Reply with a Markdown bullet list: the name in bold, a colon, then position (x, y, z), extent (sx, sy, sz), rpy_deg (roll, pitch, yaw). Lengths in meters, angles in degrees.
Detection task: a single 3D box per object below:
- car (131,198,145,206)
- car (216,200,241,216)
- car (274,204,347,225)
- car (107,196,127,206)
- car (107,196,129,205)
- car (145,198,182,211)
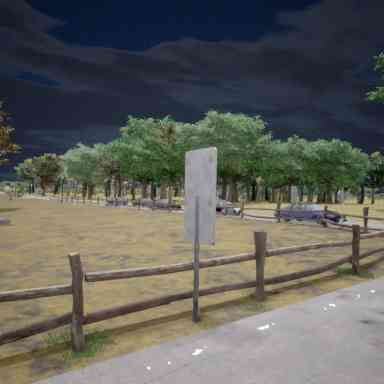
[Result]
- **car**: position (-7.720, 1.629, 52.583), extent (2.033, 1.411, 5.357), rpy_deg (2, -1, -35)
- **car**: position (2.806, 1.509, 32.833), extent (2.128, 1.511, 4.902), rpy_deg (2, -1, -35)
- **car**: position (8.586, 1.568, 24.671), extent (2.033, 1.411, 5.357), rpy_deg (2, -1, -34)
- **car**: position (-12.386, 1.532, 54.304), extent (1.837, 1.490, 4.892), rpy_deg (2, -1, -35)
- **car**: position (-13.569, 1.555, 60.701), extent (2.128, 1.511, 4.902), rpy_deg (2, -1, -35)
- **car**: position (-3.359, 1.560, 41.479), extent (2.033, 1.411, 5.357), rpy_deg (2, -1, -35)
